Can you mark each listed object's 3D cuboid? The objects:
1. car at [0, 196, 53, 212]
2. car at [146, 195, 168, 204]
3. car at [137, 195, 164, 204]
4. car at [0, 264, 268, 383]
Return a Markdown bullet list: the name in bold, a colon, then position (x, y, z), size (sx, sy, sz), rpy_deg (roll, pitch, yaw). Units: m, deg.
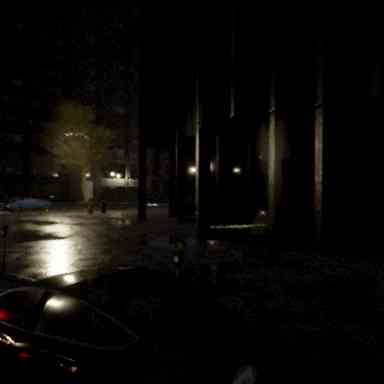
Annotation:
- **car**: position (-18.228, 1.363, 36.840), size (2.033, 1.411, 5.357), rpy_deg (1, 0, 35)
- **car**: position (-5.107, 1.334, 55.371), size (1.994, 1.385, 4.181), rpy_deg (1, 0, 36)
- **car**: position (-7.217, 1.247, 58.003), size (1.837, 1.490, 4.892), rpy_deg (1, 0, 36)
- **car**: position (-1.283, 1.554, 3.865), size (4.313, 1.339, 1.947), rpy_deg (0, 0, 35)
